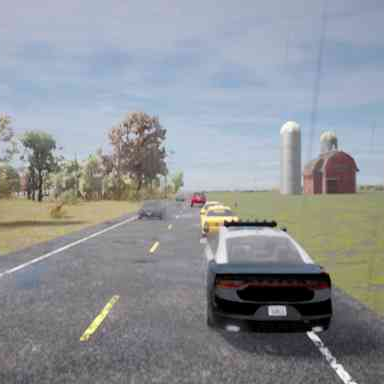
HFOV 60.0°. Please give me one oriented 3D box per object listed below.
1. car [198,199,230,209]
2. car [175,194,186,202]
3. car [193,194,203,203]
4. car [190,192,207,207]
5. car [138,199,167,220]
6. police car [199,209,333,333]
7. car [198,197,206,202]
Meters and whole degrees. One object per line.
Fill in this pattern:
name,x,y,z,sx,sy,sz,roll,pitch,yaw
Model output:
car,1.376,1.382,17.173,1.801,1.575,5.366,0,0,1
car,-2.349,1.191,66.732,1.837,1.490,4.892,0,0,2
car,1.133,1.208,64.166,1.837,1.490,4.892,0,0,1
car,0.905,1.006,47.274,2.150,2.045,5.566,0,0,0
car,-3.107,1.386,26.735,1.837,1.490,4.892,0,0,1
police car,1.203,1.395,7.093,1.930,1.638,5.238,0,0,1
car,1.479,1.355,23.172,1.801,1.575,5.366,0,0,1
